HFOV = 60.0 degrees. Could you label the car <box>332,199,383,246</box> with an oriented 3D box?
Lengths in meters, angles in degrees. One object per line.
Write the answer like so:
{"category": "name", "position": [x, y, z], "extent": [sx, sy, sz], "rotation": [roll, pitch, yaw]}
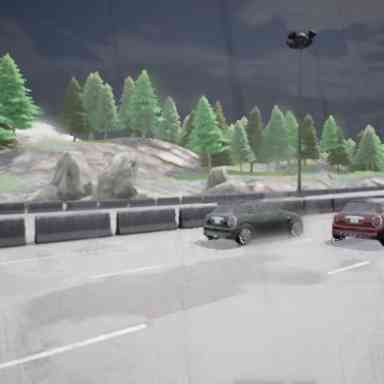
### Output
{"category": "car", "position": [7.761, 1.039, 13.584], "extent": [4.553, 1.767, 2.097], "rotation": [-2, 1, -35]}

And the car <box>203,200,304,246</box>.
{"category": "car", "position": [2.724, 1.129, 14.290], "extent": [4.553, 1.767, 2.097], "rotation": [-2, 1, -35]}
